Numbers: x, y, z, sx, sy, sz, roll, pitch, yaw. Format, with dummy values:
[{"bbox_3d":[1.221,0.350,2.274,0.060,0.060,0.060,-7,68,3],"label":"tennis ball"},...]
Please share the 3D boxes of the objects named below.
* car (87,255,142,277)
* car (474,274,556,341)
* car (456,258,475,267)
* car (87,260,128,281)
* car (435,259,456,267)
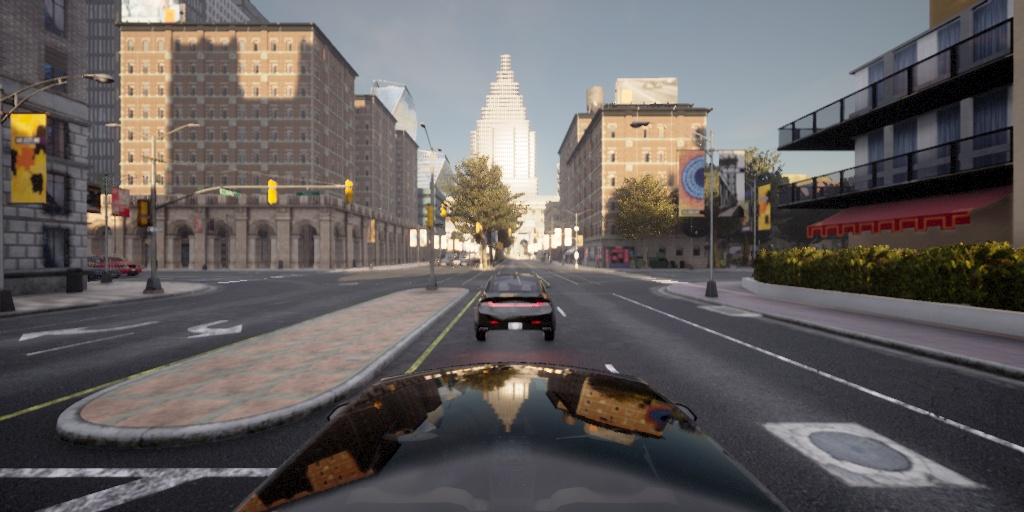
[{"bbox_3d":[-37.347,0.928,32.743,5.566,2.045,2.150,0,0,0],"label":"car"},{"bbox_3d":[0.080,1.230,9.826,2.128,1.511,4.902,0,0,0],"label":"car"},{"bbox_3d":[-8.026,1.192,62.570,1.812,1.442,4.674,0,0,1],"label":"car"},{"bbox_3d":[-34.839,1.238,29.243,4.674,1.442,1.812,0,0,0],"label":"car"},{"bbox_3d":[-11.526,1.192,62.556,1.812,1.442,4.674,0,0,1],"label":"car"}]
